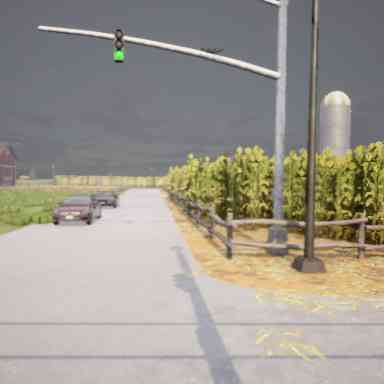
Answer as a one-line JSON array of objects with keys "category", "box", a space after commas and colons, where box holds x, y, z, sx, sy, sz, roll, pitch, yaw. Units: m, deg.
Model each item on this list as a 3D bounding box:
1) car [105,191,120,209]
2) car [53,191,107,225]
[{"category": "car", "box": [-7.179, 0.610, 27.981, 1.994, 1.385, 4.181, 1, 2, -6]}, {"category": "car", "box": [-6.097, 0.880, 18.161, 1.812, 1.442, 4.674, 1, 2, -6]}]
